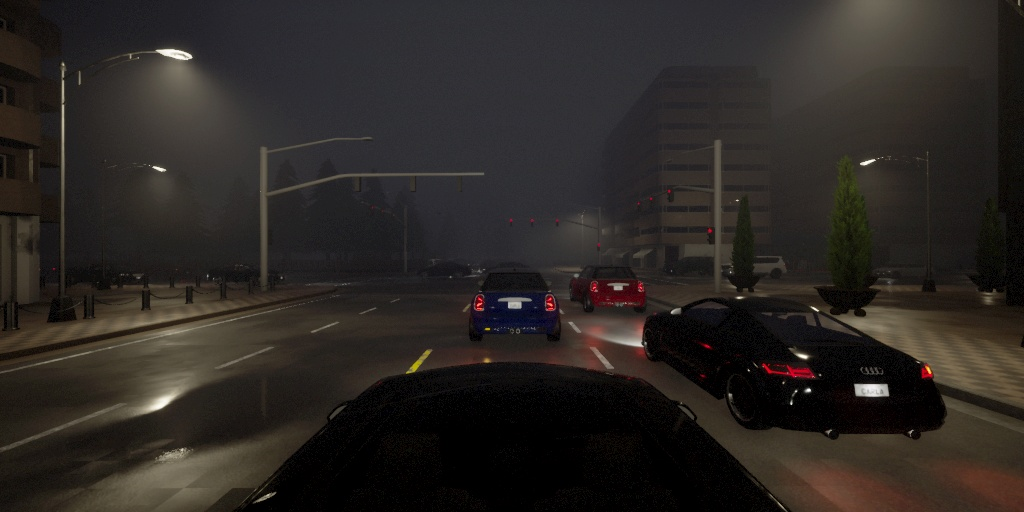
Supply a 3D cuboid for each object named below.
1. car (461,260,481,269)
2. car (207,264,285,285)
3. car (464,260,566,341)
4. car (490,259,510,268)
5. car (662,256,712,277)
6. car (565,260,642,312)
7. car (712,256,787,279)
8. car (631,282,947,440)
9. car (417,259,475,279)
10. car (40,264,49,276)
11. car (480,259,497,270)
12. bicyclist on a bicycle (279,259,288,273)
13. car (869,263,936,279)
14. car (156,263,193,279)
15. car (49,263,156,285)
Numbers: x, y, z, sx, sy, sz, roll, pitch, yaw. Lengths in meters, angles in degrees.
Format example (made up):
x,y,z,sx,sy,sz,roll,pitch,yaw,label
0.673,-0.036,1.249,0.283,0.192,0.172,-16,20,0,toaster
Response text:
x,y,z,sx,sy,sz,roll,pitch,yaw,label
-6.469,1.297,56.916,2.033,1.411,5.357,0,0,6,car
-19.010,1.297,25.754,4.902,1.511,2.128,0,0,0,car
0.078,1.102,10.012,2.097,1.767,4.553,0,0,0,car
-2.070,1.241,62.040,2.128,1.511,4.902,0,0,15,car
18.393,1.022,36.621,5.566,2.045,2.150,-1,0,0,car
3.598,1.102,14.242,2.097,1.767,4.553,0,0,0,car
22.149,1.027,33.139,5.566,2.045,2.150,0,0,0,car
3.604,1.314,5.602,1.994,1.385,4.181,0,0,0,car
-6.210,1.262,33.014,5.008,1.535,1.882,0,0,0,car
-49.538,1.353,36.265,5.357,1.411,2.033,0,0,0,car
-3.293,1.228,51.897,1.882,1.535,5.008,0,0,4,car
-25.635,1.106,40.208,0.582,1.620,1.656,0,0,0,bicyclist on a bicycle
36.241,1.332,33.183,4.674,1.442,1.812,-1,0,1,car
-32.074,1.331,32.896,4.674,1.442,1.812,0,0,0,car
-29.222,1.297,25.709,4.902,1.511,2.128,0,0,0,car
